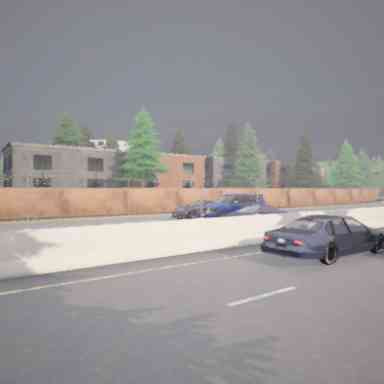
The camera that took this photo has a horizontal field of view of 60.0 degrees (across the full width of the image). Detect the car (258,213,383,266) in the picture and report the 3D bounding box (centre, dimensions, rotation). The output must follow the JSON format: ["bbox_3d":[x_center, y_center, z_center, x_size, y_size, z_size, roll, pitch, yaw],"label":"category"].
[{"bbox_3d":[4.715,1.494,11.412,5.357,1.411,2.033,0,0,-35],"label":"car"}]

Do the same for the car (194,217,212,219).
[{"bbox_3d":[2.916,1.139,23.276,5.566,2.045,2.150,0,0,-36],"label":"car"}]

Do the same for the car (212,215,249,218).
[{"bbox_3d":[3.733,1.451,19.558,4.674,1.442,1.812,0,0,-36],"label":"car"}]
